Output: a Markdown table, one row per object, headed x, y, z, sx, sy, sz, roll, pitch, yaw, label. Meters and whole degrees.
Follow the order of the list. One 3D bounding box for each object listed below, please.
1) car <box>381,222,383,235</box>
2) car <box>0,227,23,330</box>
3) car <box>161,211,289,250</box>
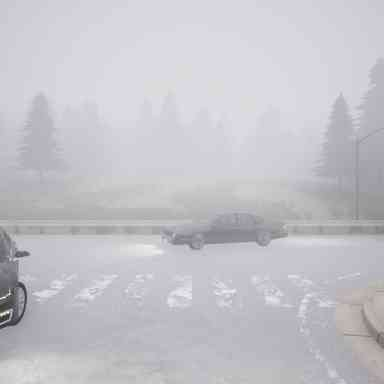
| x | y | z | sx | sy | sz | roll | pitch | yaw | label |
| --- | --- | --- | --- | --- | --- | --- | --- | --- | --- |
| 11.239 | 1.492 | 15.089 | 4.902 | 1.511 | 2.128 | 0 | 0 | 0 | car |
| -4.457 | 1.505 | 6.571 | 1.837 | 1.490 | 4.892 | 0 | 0 | -28 | car |
| 1.460 | 1.547 | 14.211 | 5.357 | 1.411 | 2.033 | 0 | 0 | -20 | car |
